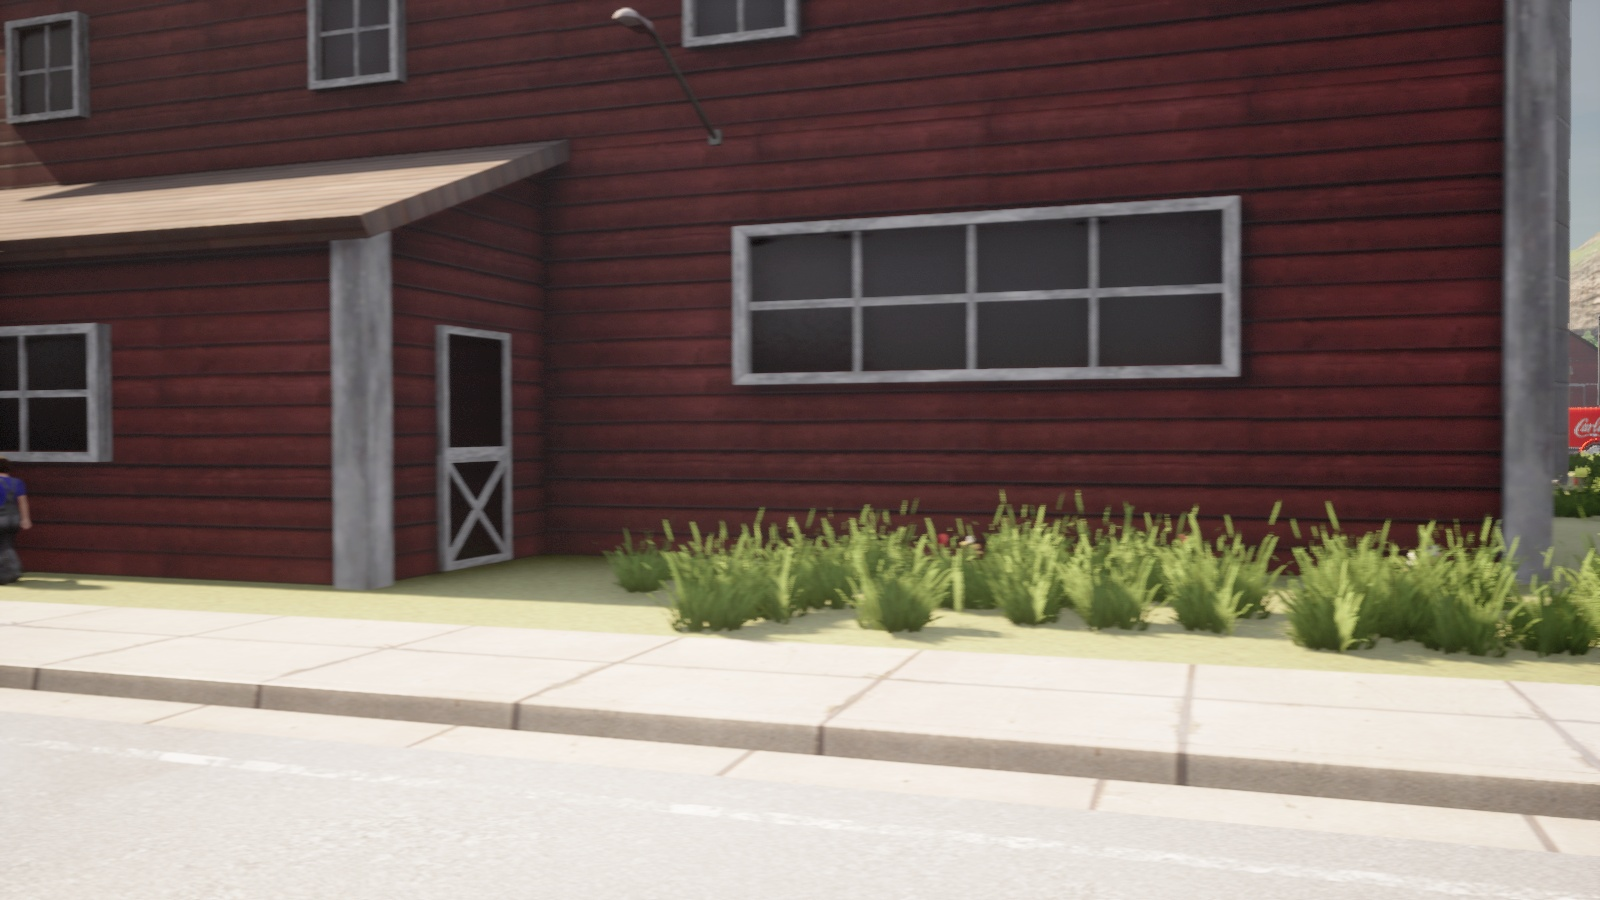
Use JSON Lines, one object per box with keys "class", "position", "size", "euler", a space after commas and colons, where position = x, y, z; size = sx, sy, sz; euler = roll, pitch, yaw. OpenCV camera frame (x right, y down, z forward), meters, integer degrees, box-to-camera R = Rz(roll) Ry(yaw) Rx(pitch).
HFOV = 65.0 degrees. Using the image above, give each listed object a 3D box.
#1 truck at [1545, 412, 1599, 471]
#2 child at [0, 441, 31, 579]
{"class": "truck", "position": [35.324, -0.365, 53.980], "size": [5.204, 2.467, 2.627], "euler": [1, 1, 19]}
{"class": "child", "position": [-7.498, 0.552, 11.770], "size": [0.437, 1.263, 0.270], "euler": [1, 1, 21]}
